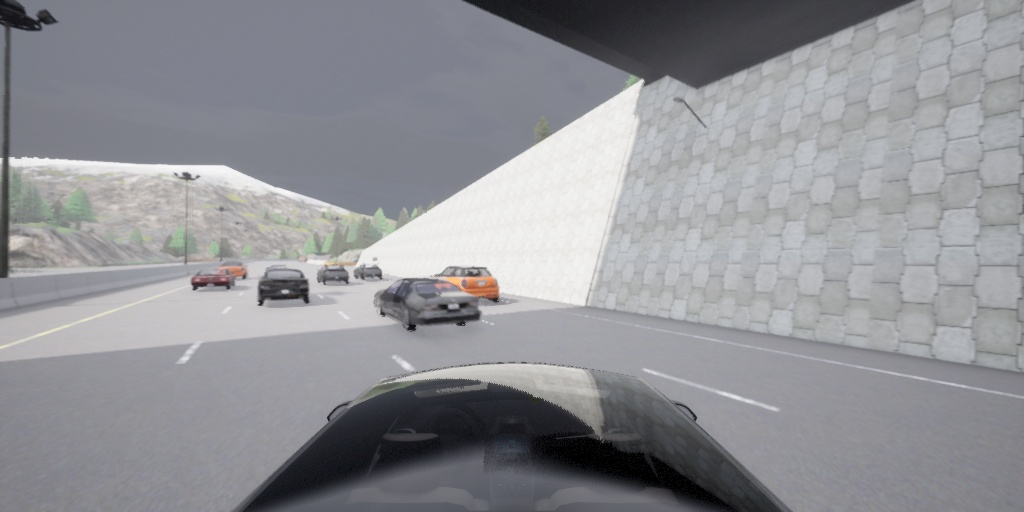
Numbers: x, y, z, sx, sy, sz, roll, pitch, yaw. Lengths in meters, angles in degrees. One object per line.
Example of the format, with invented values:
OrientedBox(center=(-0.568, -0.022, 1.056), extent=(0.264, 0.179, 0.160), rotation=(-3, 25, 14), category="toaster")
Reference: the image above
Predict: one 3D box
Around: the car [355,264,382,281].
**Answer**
OrientedBox(center=(-13.563, 1.457, 33.734), extent=(2.128, 1.511, 4.902), rotation=(1, -1, -34), category="car")

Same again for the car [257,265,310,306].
OrientedBox(center=(-10.603, 1.313, 16.664), extent=(1.882, 1.535, 5.008), rotation=(1, -1, -34), category="car")

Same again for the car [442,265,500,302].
OrientedBox(center=(-2.473, 1.220, 17.088), extent=(2.097, 1.767, 4.553), rotation=(1, -1, -34), category="car")

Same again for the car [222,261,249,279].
OrientedBox(center=(-26.345, 1.273, 33.986), extent=(2.097, 1.767, 4.553), rotation=(1, -1, -34), category="car")

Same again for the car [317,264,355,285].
OrientedBox(center=(-14.180, 1.410, 28.347), extent=(2.128, 1.511, 4.902), rotation=(1, -1, -34), category="car")

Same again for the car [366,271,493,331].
OrientedBox(center=(-2.911, 1.367, 11.430), extent=(2.033, 1.411, 5.357), rotation=(1, -1, -34), category="car")

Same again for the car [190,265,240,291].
OrientedBox(center=(-19.170, 1.460, 23.211), extent=(1.895, 1.301, 4.718), rotation=(1, -1, -34), category="car")
